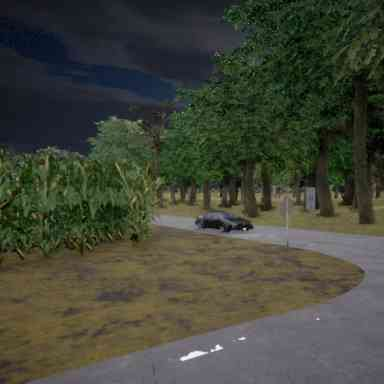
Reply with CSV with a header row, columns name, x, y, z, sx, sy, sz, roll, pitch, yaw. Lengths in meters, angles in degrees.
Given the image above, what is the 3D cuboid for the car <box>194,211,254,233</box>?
name,x,y,z,sx,sy,sz,roll,pitch,yaw
car,2.132,2.086,24.005,2.033,1.411,5.357,-1,-1,-29
